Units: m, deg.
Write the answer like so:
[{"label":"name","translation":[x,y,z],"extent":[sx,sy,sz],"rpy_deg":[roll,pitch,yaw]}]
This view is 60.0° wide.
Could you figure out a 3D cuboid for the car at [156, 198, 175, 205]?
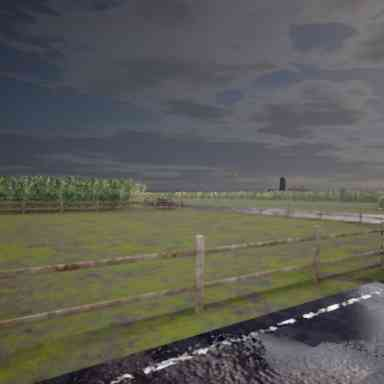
[{"label":"car","translation":[-4.852,1.755,61.066],"extent":[1.994,1.385,4.181],"rpy_deg":[0,0,-35]}]
